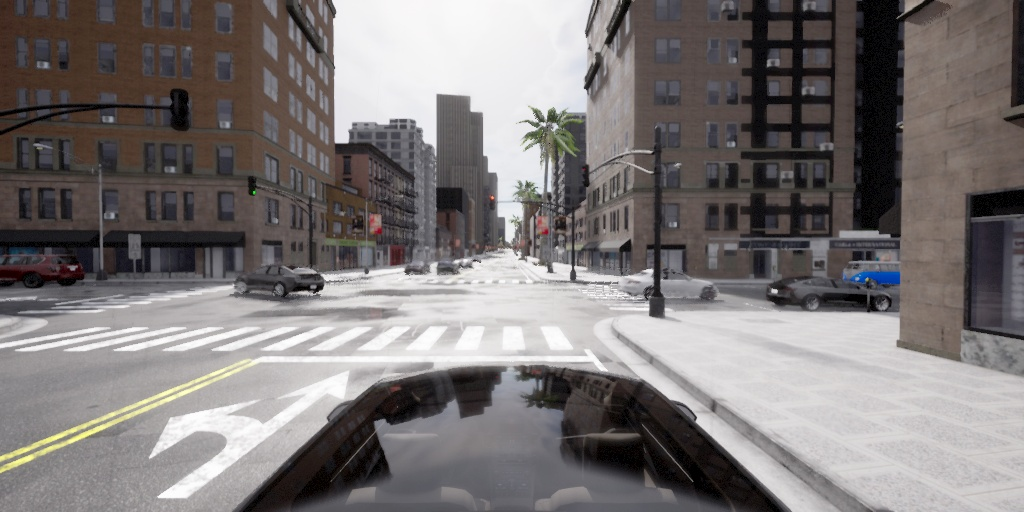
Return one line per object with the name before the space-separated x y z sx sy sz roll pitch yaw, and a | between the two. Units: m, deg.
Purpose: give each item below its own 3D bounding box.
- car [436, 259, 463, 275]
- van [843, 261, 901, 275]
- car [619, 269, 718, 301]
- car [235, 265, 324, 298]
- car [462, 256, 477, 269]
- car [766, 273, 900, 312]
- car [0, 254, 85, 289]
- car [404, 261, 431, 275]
car | -6.853 1.313 38.600 1.895 1.301 4.718 0 0 0
van | 23.850 1.235 23.289 3.998 1.789 1.690 0 0 0
car | 7.599 1.376 17.546 4.674 1.442 1.812 1 0 -8
car | -11.679 1.191 17.990 4.892 1.490 1.837 1 -1 23
car | -6.948 1.180 54.325 2.128 1.511 4.902 0 0 0
car | 12.869 1.504 14.748 4.313 1.339 1.948 0 0 0
car | -27.271 0.821 19.962 5.009 1.841 2.192 0 0 -9
car | -10.105 1.260 38.893 2.033 1.411 5.357 0 0 0
